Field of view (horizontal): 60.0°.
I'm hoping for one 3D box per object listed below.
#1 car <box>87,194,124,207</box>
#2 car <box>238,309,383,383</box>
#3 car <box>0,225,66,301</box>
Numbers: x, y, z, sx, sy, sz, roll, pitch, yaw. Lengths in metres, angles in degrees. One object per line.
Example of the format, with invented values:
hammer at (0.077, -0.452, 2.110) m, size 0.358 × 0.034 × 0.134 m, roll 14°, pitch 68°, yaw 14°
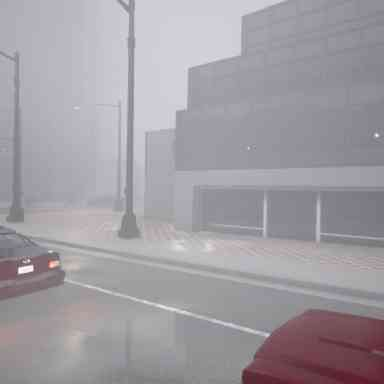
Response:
car at (-10.748, 1.013, 41.601) m, size 1.882 × 1.535 × 5.008 m, roll 1°, pitch 0°, yaw 36°
car at (2.651, 1.602, 2.103) m, size 4.718 × 1.301 × 1.895 m, roll 0°, pitch 0°, yaw 35°
car at (-5.150, 1.461, 7.669) m, size 5.357 × 1.411 × 2.033 m, roll 1°, pitch 0°, yaw 35°
